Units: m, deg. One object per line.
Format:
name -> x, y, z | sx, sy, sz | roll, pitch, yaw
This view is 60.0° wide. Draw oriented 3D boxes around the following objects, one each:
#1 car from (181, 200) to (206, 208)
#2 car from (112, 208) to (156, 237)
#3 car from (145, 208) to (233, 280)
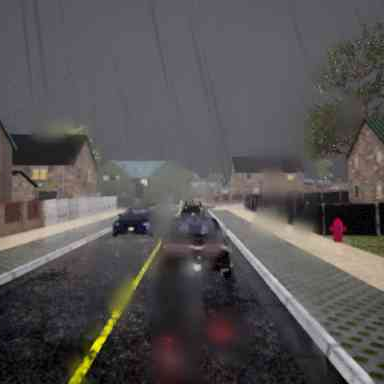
car -> 0.088, 1.443, 27.547 | 2.128, 1.511, 4.902 | 0, 0, 0
car -> -2.849, 1.529, 17.484 | 1.994, 1.385, 4.181 | 0, 0, 0
car -> 0.086, 1.471, 9.881 | 2.128, 1.511, 4.902 | 0, 0, 0
